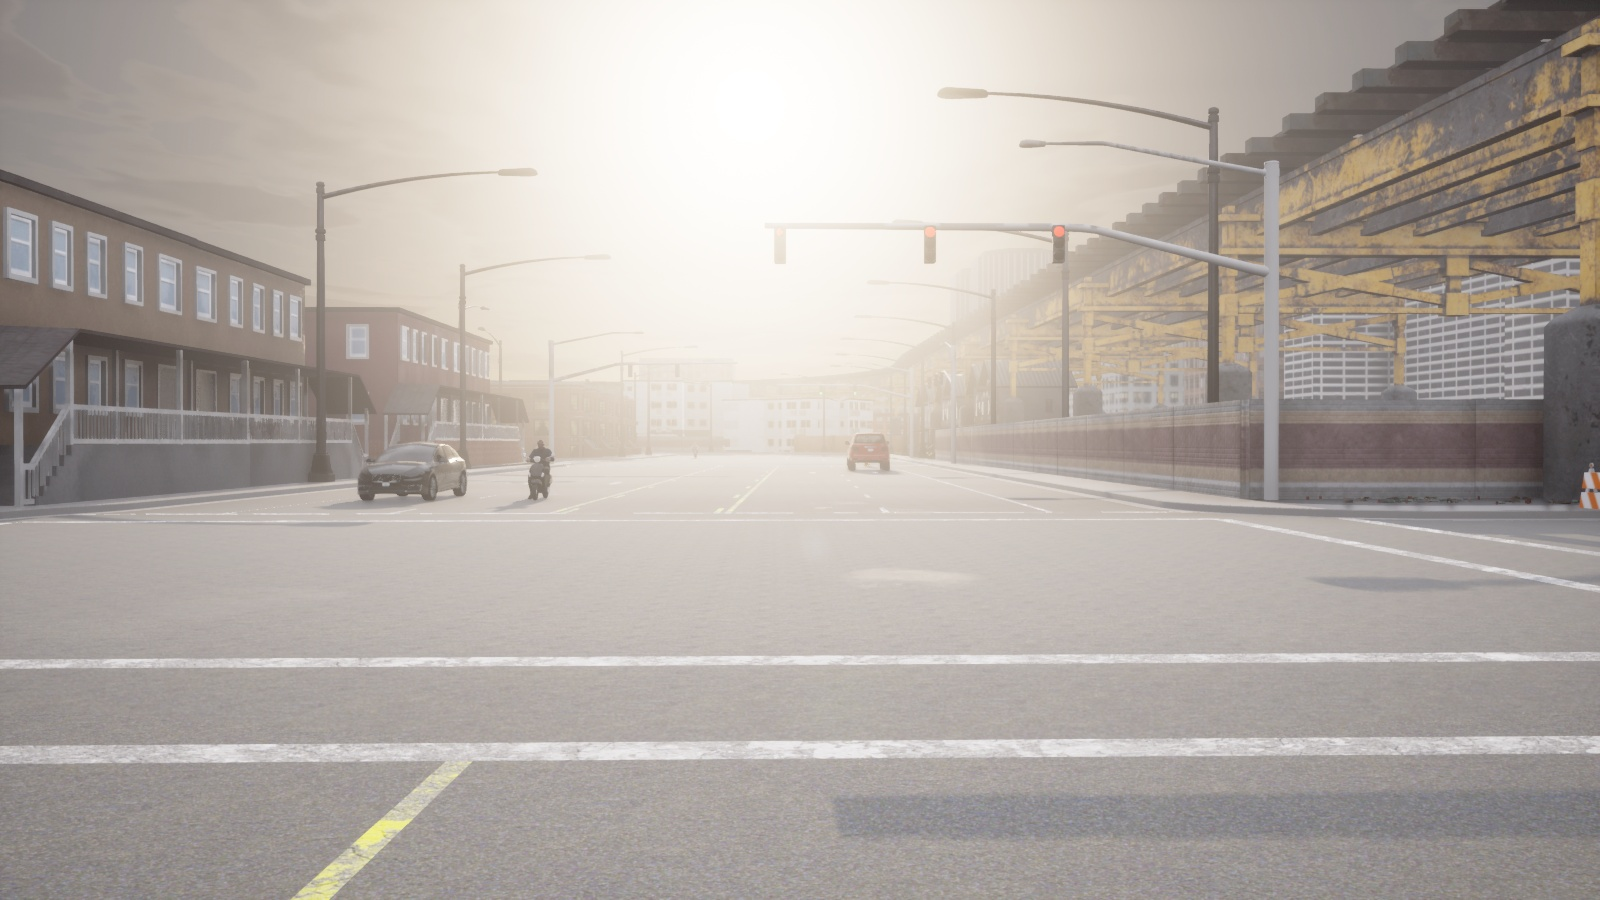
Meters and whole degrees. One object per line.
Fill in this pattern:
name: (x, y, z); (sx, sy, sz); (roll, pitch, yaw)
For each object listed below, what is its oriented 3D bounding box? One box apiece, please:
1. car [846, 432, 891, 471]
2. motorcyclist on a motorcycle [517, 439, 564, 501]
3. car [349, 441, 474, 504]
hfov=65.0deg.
car: (3.720, 0.079, 68.961); (2.150, 2.045, 5.566); (0, 0, 0)
motorcyclist on a motorcycle: (-6.884, 0.506, 33.335); (0.866, 1.590, 1.817); (0, 0, 0)
car: (-10.382, 0.548, 33.934); (1.837, 1.490, 4.892); (0, 1, 0)
